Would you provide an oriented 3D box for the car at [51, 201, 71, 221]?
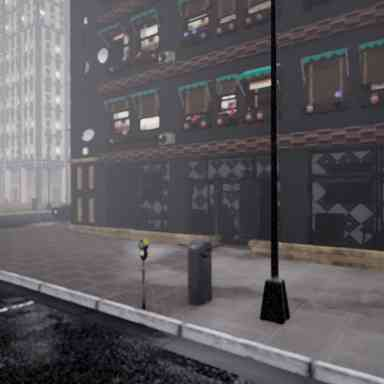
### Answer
[{"bbox_3d":[-7.529,1.279,22.993,1.947,1.339,4.313,1,1,35],"label":"car"}]
